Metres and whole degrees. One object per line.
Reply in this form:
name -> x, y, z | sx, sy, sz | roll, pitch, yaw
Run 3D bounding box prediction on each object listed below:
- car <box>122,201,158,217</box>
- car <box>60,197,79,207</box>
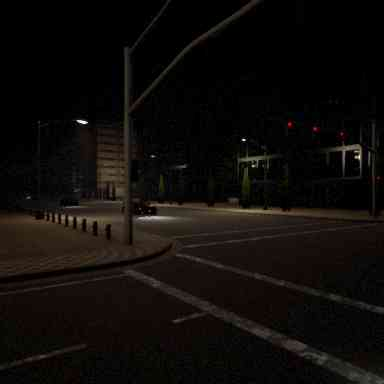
car -> -4.875, 1.507, 30.980 | 1.994, 1.385, 4.181 | 0, 0, -35
car -> -19.047, 1.491, 51.538 | 2.033, 1.411, 5.357 | 0, 0, -34
